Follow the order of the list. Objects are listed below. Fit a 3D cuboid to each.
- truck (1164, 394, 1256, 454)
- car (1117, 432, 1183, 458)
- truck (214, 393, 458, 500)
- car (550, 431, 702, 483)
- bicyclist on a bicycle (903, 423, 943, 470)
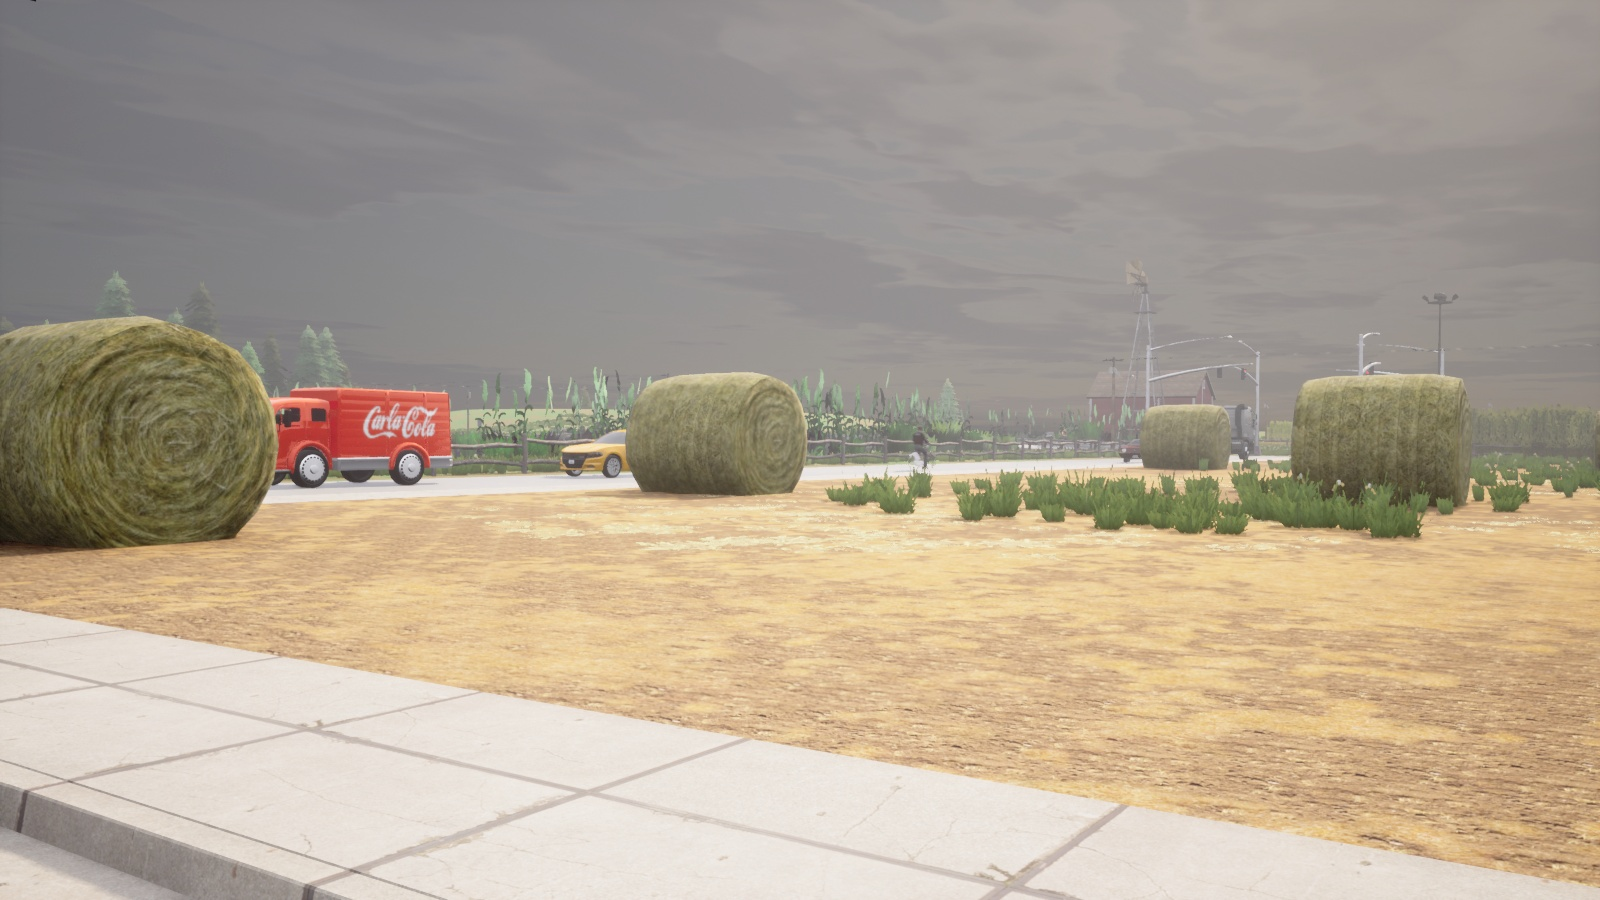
[{"bbox_3d":[24.800,-1.543,75.659,2.891,3.462,7.936,0,1,36],"label":"truck"},{"bbox_3d":[18.892,-0.298,67.641,1.895,1.301,4.718,0,1,36],"label":"car"},{"bbox_3d":[-11.702,-0.121,32.009,2.627,2.467,5.204,0,1,36],"label":"truck"},{"bbox_3d":[-5.506,0.172,40.422,1.882,1.535,5.008,0,1,36],"label":"car"},{"bbox_3d":[4.751,-0.137,48.444,0.659,1.776,1.843,0,1,36],"label":"bicyclist on a bicycle"}]
